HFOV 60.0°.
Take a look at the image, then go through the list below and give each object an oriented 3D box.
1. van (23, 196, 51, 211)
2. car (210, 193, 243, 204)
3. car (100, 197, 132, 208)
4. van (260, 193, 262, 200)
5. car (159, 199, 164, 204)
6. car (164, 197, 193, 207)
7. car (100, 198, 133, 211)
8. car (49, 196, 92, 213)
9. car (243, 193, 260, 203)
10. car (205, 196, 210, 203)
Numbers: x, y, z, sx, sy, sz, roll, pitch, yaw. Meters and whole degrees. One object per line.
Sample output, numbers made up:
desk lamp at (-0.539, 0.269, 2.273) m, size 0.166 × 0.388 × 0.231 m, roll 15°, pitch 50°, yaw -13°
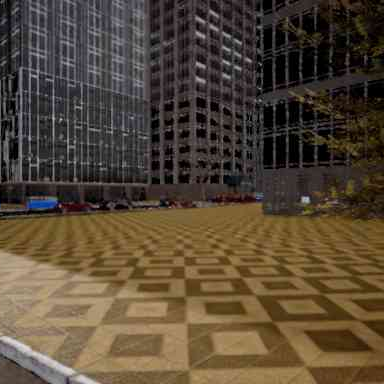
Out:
van at (-19.500, 1.470, 42.930) m, size 1.690 × 1.788 × 3.998 m, roll 0°, pitch 1°, yaw 43°
car at (6.081, 1.212, 57.954) m, size 2.192 × 1.841 × 5.009 m, roll 0°, pitch 1°, yaw 43°
car at (-11.670, 1.593, 51.187) m, size 1.887 × 1.381 × 4.507 m, roll 0°, pitch 1°, yaw 43°
van at (15.454, 1.112, 80.340) m, size 1.690 × 1.788 × 3.998 m, roll 0°, pitch 1°, yaw 43°
car at (-3.917, 1.535, 59.512) m, size 1.947 × 1.339 × 4.313 m, roll 0°, pitch 1°, yaw 43°
car at (-1.666, 1.558, 49.625) m, size 1.802 × 1.307 × 4.206 m, roll 0°, pitch 1°, yaw 43°
car at (-9.365, 1.622, 41.249) m, size 1.947 × 1.339 × 4.313 m, roll 0°, pitch 1°, yaw 43°
car at (-13.198, 1.536, 37.044) m, size 1.967 × 1.590 × 4.097 m, roll 0°, pitch 1°, yaw 43°
car at (9.955, 1.173, 62.120) m, size 2.192 × 1.841 × 5.009 m, roll 0°, pitch 1°, yaw 43°
car at (3.832, 1.456, 67.844) m, size 1.947 × 1.339 × 4.313 m, roll 0°, pitch 1°, yaw 43°
